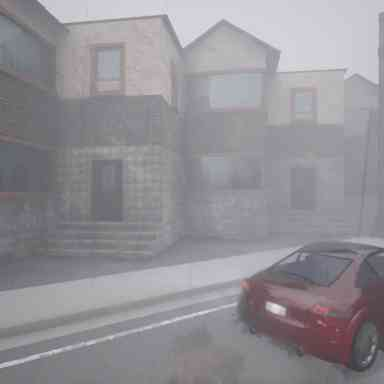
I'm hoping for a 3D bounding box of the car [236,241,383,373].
[{"bbox_3d":[2.758,1.563,5.712,4.181,1.385,1.994,0,0,-36],"label":"car"}]
